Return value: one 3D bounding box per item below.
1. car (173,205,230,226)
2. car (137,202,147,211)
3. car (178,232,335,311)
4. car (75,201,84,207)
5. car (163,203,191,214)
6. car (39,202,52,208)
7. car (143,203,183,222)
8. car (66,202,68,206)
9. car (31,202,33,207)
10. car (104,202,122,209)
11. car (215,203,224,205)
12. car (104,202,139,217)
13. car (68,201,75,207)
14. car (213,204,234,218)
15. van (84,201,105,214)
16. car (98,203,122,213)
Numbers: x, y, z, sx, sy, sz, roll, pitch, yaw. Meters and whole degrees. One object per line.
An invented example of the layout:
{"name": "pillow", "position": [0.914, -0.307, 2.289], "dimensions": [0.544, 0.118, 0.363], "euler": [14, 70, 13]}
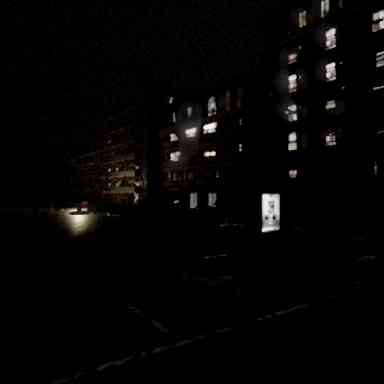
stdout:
{"name": "car", "position": [0.710, 2.006, 27.598], "dimensions": [2.008, 1.369, 4.403], "euler": [-1, 0, -36]}
{"name": "car", "position": [-8.734, 2.297, 55.143], "dimensions": [1.967, 1.590, 4.097], "euler": [-1, 0, -36]}
{"name": "car", "position": [1.661, 1.623, 7.754], "dimensions": [4.206, 1.307, 1.802], "euler": [0, -1, -35]}
{"name": "car", "position": [-25.075, 2.705, 77.690], "dimensions": [1.967, 1.590, 4.097], "euler": [-1, 0, -36]}
{"name": "car", "position": [-2.137, 2.276, 46.167], "dimensions": [1.802, 1.307, 4.206], "euler": [-1, 0, -36]}
{"name": "car", "position": [-31.860, 2.820, 72.774], "dimensions": [2.008, 1.369, 4.403], "euler": [-1, 0, -36]}
{"name": "car", "position": [-2.557, 2.087, 32.108], "dimensions": [2.008, 1.369, 4.403], "euler": [-1, 0, -36]}
{"name": "car", "position": [-31.607, 2.974, 86.710], "dimensions": [1.887, 1.381, 4.507], "euler": [-1, 0, -36]}
{"name": "car", "position": [-38.395, 2.978, 81.794], "dimensions": [1.887, 1.381, 4.507], "euler": [-1, 0, -36]}
{"name": "car", "position": [-15.270, 2.602, 64.160], "dimensions": [1.802, 1.307, 4.206], "euler": [-1, 0, -36]}
{"name": "car", "position": [3.125, 2.005, 38.987], "dimensions": [1.967, 1.590, 4.097], "euler": [-1, 0, -36]}
{"name": "car", "position": [-8.639, 2.233, 40.580], "dimensions": [1.887, 1.381, 4.507], "euler": [-1, 0, -36]}
{"name": "car", "position": [-28.340, 2.913, 82.199], "dimensions": [1.947, 1.339, 4.313], "euler": [-1, 0, -36]}
{"name": "car", "position": [1.764, 2.083, 30.795], "dimensions": [1.895, 1.301, 4.718], "euler": [0, -1, -36]}
{"name": "van", "position": [-13.561, 2.153, 47.465], "dimensions": [1.690, 1.788, 3.998], "euler": [-1, 0, -36]}
{"name": "car", "position": [-12.541, 2.441, 50.659], "dimensions": [1.895, 1.301, 4.718], "euler": [0, -1, -35]}
